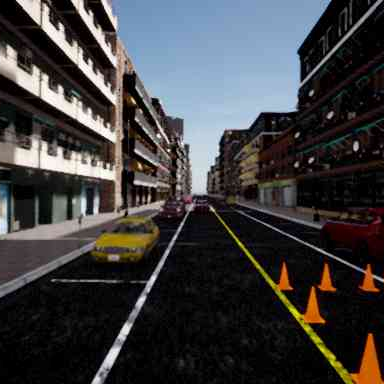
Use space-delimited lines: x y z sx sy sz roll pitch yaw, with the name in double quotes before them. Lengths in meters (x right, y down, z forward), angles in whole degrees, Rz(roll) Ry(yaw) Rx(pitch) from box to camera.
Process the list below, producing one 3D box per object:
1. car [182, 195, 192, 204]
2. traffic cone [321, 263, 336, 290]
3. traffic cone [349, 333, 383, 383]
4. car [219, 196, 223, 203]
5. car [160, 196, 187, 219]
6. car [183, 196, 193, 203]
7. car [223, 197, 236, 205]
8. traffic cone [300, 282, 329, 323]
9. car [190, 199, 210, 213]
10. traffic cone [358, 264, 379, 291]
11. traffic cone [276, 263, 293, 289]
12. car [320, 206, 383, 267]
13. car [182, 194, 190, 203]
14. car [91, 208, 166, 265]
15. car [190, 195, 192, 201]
"car" -0.947 1.490 68.191 1.967 1.590 4.097 1 0 1
"traffic cone" 3.207 2.003 7.948 0.340 0.580 0.340 1 0 1
"traffic cone" 2.125 1.986 3.970 0.340 0.580 0.340 1 0 1
"car" 7.547 1.701 73.648 1.887 1.381 4.507 1 0 1
"car" -1.768 1.448 28.746 1.967 1.590 4.097 1 0 1
"car" -0.830 1.600 73.827 1.887 1.381 4.507 1 0 1
"car" 7.316 1.671 62.548 1.752 1.417 4.829 1 0 1
"traffic cone" 2.167 1.988 5.968 0.340 0.580 0.340 1 0 1
"car" 1.104 1.651 37.617 1.895 1.301 4.718 1 0 1
"traffic cone" 4.207 2.015 7.927 0.340 0.580 0.340 1 0 1
"traffic cone" 2.208 1.991 7.968 0.340 0.580 0.340 1 0 1
"car" 6.261 1.404 11.662 2.192 1.841 5.009 1 0 1
"car" -1.648 1.329 34.381 2.192 1.841 5.009 1 0 1
"car" -2.125 1.512 11.669 1.752 1.417 4.829 1 0 1
"car" -1.061 1.359 62.557 2.192 1.841 5.009 1 0 1
